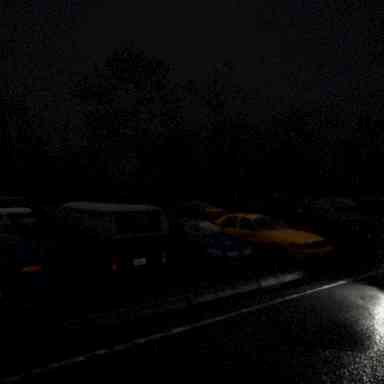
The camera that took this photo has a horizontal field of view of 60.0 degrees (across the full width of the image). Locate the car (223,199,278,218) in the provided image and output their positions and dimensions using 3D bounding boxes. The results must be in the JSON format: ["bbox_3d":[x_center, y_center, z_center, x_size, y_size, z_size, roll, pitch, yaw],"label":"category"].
[{"bbox_3d":[5.243,1.433,30.395,2.163,1.488,4.792,0,0,-36],"label":"car"}]

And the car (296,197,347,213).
[{"bbox_3d":[14.259,1.353,36.874,2.097,1.535,5.008,0,0,-36],"label":"car"}]

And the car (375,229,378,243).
[{"bbox_3d":[6.974,1.473,8.658,4.892,1.490,1.837,0,0,-35],"label":"car"}]

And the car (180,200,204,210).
[{"bbox_3d":[-1.563,1.472,25.597,2.163,1.488,4.792,0,0,-36],"label":"car"}]

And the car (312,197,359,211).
[{"bbox_3d":[16.515,1.381,38.491,2.002,1.452,4.674,0,0,-36],"label":"car"}]

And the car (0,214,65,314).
[{"bbox_3d":[-4.603,1.502,7.299,2.097,1.535,5.008,0,0,-36],"label":"car"}]

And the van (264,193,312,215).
[{"bbox_3d":[9.672,1.152,33.742,1.878,1.987,4.442,0,0,-36],"label":"van"}]

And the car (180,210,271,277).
[{"bbox_3d":[-0.047,1.516,10.567,2.002,1.452,4.674,0,0,-36],"label":"car"}]

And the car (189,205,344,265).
[{"bbox_3d":[2.342,1.460,12.045,1.946,1.575,5.366,0,0,-36],"label":"car"}]

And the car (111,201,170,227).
[{"bbox_3d":[-3.807,1.456,23.964,2.231,1.521,4.892,0,0,-36],"label":"car"}]

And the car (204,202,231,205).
[{"bbox_3d":[0.819,1.426,27.037,1.946,1.575,5.366,0,0,-36],"label":"car"}]

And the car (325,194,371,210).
[{"bbox_3d":[18.752,1.203,40.133,2.185,1.767,4.553,0,0,-36],"label":"car"}]

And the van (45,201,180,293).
[{"bbox_3d":[-2.395,1.264,9.028,1.878,1.987,4.442,0,0,-36],"label":"van"}]

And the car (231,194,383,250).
[{"bbox_3d":[4.530,1.199,13.803,2.435,2.045,5.566,0,0,-36],"label":"car"}]

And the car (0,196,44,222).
[{"bbox_3d":[-10.560,1.242,19.090,2.435,2.045,5.566,0,0,-36],"label":"car"}]

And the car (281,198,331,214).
[{"bbox_3d":[11.999,1.406,35.259,2.002,1.452,4.674,0,0,-36],"label":"car"}]
